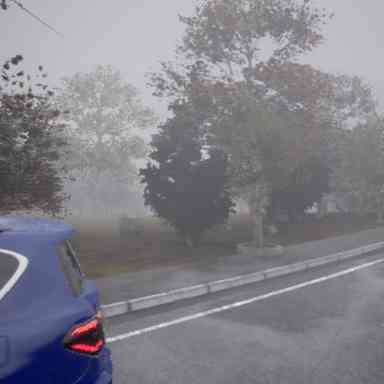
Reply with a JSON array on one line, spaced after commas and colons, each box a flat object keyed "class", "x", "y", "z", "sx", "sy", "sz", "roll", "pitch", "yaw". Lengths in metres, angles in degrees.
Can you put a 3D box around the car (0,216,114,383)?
[{"class": "car", "x": -3.236, "y": 1.226, "z": 1.772, "sx": 5.566, "sy": 2.045, "sz": 2.150, "roll": 0, "pitch": 0, "yaw": -35}]
